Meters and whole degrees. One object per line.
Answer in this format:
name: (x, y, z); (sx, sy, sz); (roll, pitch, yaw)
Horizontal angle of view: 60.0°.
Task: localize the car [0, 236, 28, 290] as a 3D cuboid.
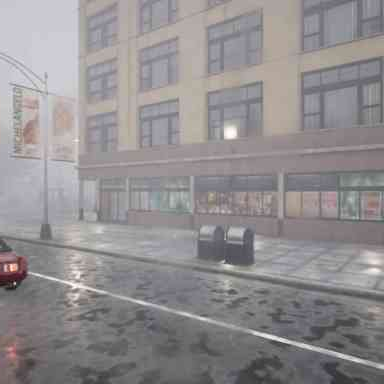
car: (-5.678, 1.601, 8.136); (1.895, 1.301, 4.718); (0, 0, -42)
